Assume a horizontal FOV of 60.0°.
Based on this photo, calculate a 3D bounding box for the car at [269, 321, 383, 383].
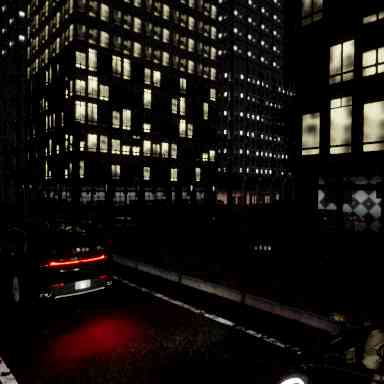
[{"bbox_3d":[2.431,1.352,1.322,2.097,1.767,4.553,0,0,-41],"label":"car"}]

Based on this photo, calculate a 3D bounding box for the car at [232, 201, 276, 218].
[{"bbox_3d":[6.150,1.833,33.911,4.829,1.417,1.752,1,0,-40],"label":"car"}]

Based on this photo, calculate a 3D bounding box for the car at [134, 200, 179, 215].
[{"bbox_3d":[-3.834,1.648,36.431,4.829,1.417,1.752,1,0,-40],"label":"car"}]

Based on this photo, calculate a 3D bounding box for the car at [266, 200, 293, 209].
[{"bbox_3d":[13.494,1.882,51.130,4.313,1.339,1.947,1,0,-40],"label":"car"}]

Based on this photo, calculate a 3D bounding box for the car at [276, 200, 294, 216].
[{"bbox_3d":[10.321,1.936,37.450,4.206,1.307,1.802,1,0,-40],"label":"car"}]

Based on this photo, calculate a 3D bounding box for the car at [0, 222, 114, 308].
[{"bbox_3d":[-3.659,1.501,8.107,1.837,1.490,4.892,0,0,-41],"label":"car"}]

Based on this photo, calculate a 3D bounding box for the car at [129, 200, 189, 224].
[{"bbox_3d":[-2.580,1.524,26.504,5.009,1.841,2.192,1,0,-40],"label":"car"}]
